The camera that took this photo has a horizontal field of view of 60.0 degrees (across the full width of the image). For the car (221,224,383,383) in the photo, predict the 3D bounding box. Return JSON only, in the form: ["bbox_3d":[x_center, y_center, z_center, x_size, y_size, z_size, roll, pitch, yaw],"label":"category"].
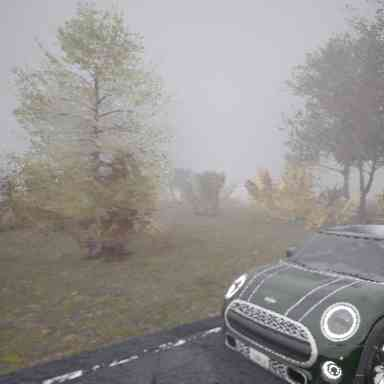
[{"bbox_3d":[2.631,1.347,5.177,4.553,1.767,2.097,0,0,-35],"label":"car"}]

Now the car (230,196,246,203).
[{"bbox_3d":[8.151,1.579,64.918,2.033,1.411,5.357,0,0,-32],"label":"car"}]
